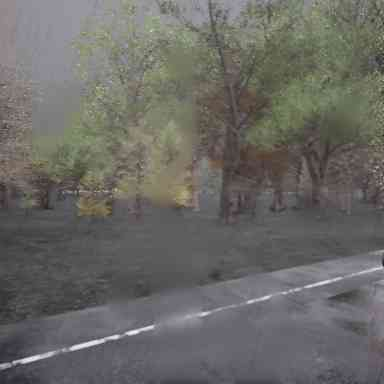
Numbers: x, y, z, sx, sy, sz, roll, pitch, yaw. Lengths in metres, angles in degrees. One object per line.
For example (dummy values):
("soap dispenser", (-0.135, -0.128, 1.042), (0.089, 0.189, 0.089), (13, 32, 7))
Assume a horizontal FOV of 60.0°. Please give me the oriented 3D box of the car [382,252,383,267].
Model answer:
("car", (7.074, 1.656, 8.782), (4.718, 1.301, 1.895), (0, 0, -35))
